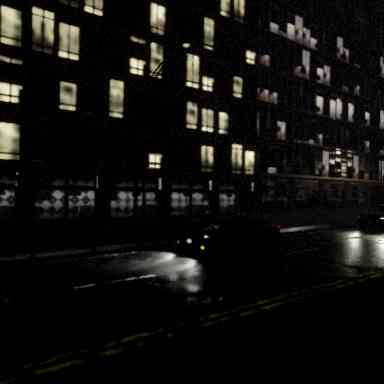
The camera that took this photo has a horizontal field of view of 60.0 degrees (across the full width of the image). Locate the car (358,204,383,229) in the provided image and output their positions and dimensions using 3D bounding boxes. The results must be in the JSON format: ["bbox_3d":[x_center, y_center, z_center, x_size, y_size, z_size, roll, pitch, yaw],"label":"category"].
[{"bbox_3d":[11.981,1.431,19.992,5.008,1.535,1.882,0,0,-35],"label":"car"}]

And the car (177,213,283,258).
[{"bbox_3d":[1.529,1.514,12.699,4.181,1.385,1.994,0,0,-36],"label":"car"}]
